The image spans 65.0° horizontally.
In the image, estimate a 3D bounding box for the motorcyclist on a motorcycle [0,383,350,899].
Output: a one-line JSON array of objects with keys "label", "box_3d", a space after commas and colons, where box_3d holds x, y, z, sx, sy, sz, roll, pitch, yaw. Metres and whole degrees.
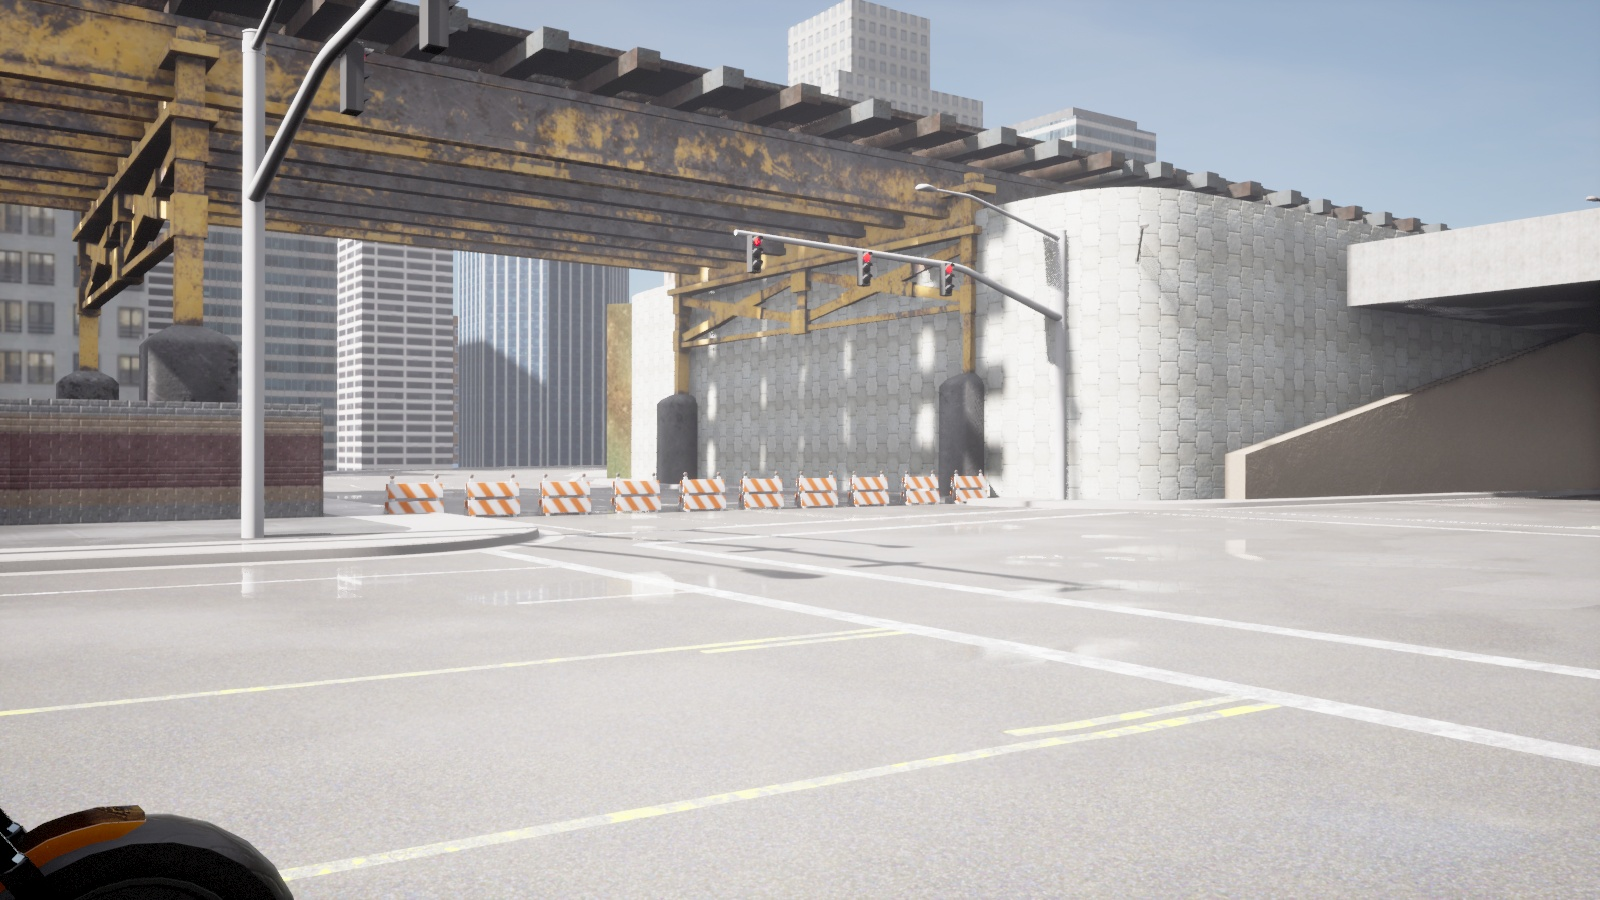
[{"label": "motorcyclist on a motorcycle", "box_3d": [-2.109, 0.705, 2.229, 2.350, 1.649, 0.766, 0, 0, -34]}]
